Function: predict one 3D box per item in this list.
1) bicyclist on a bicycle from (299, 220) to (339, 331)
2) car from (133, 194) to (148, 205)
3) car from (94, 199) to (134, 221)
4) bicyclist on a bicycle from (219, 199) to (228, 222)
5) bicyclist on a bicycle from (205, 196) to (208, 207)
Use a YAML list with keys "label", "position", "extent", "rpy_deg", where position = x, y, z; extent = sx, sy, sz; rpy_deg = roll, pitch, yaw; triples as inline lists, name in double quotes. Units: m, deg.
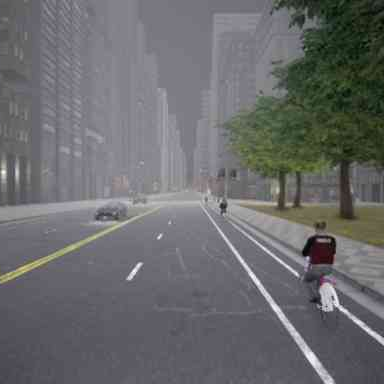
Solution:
- label: "bicyclist on a bicycle"
  position: [2.237, 1.373, 6.023]
  extent: [0.659, 1.776, 1.843]
  rpy_deg: [0, 0, 0]
- label: "car"
  position: [-9.754, 1.303, 63.310]
  extent: [2.150, 2.045, 5.566]
  rpy_deg: [0, 0, 0]
- label: "car"
  position: [-6.601, 1.563, 27.869]
  extent: [2.033, 1.411, 5.357]
  rpy_deg: [0, 0, 0]
- label: "bicyclist on a bicycle"
  position: [2.282, 1.383, 24.311]
  extent: [0.659, 1.776, 1.843]
  rpy_deg: [0, 0, 0]
- label: "bicyclist on a bicycle"
  position: [2.269, 1.517, 52.242]
  extent: [0.582, 1.620, 1.656]
  rpy_deg: [0, 0, 0]
